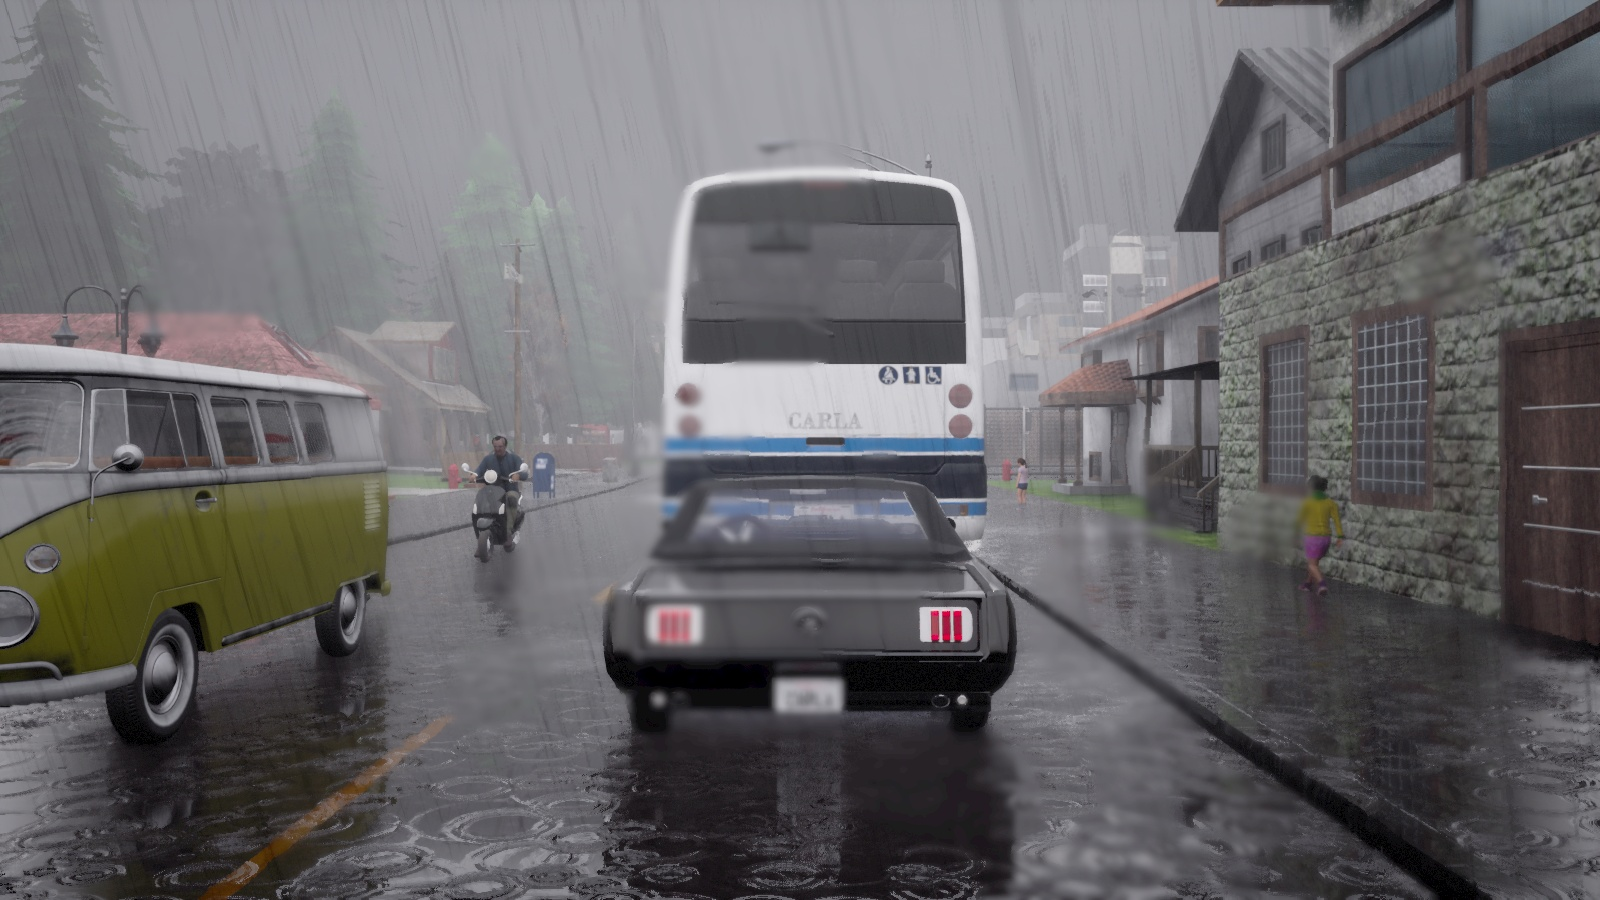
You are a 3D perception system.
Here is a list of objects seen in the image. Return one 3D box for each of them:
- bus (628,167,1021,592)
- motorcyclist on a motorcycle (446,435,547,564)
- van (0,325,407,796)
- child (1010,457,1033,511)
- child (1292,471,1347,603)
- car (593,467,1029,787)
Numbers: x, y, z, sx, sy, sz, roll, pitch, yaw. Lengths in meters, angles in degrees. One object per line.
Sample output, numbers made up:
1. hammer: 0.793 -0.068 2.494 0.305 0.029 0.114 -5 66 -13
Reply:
1. bus: 0.139 -0.730 17.748 3.944 4.253 10.273 0 0 -1
2. motorcyclist on a motorcycle: -3.907 0.605 16.322 0.866 1.590 1.817 0 0 0
3. van: -3.948 0.454 7.526 1.775 1.987 4.442 0 0 0
4. child: 4.603 0.693 26.062 0.255 1.110 0.394 0 0 -39
5. child: 4.696 0.776 11.368 0.299 1.160 0.473 0 0 0
6. car: 0.053 0.803 7.818 1.895 1.301 4.718 0 0 0
